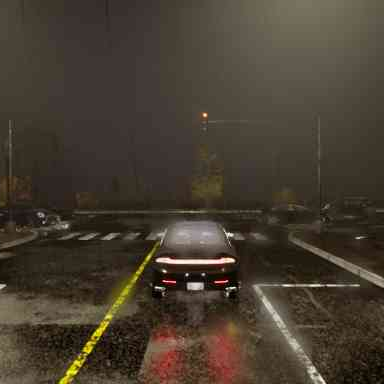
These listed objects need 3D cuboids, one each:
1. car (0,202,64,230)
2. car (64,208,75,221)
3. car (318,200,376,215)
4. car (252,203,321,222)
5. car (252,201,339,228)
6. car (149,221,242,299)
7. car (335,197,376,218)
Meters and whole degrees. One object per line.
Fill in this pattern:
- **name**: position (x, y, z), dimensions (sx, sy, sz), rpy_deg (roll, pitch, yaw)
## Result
- **car**: position (-11.288, 1.463, 21.850), dimensions (4.553, 1.767, 2.097), rpy_deg (-1, 1, 5)
- **car**: position (-11.552, 1.545, 25.369), dimensions (5.008, 1.535, 1.882), rpy_deg (-1, 1, 1)
- **car**: position (14.752, 1.429, 31.820), dimensions (4.718, 1.301, 1.895), rpy_deg (0, 1, -2)
- **car**: position (7.081, 1.556, 25.199), dimensions (4.718, 1.301, 1.895), rpy_deg (0, 1, 1)
- **car**: position (6.592, 1.488, 21.950), dimensions (4.902, 1.511, 2.128), rpy_deg (0, 1, 1)
- **car**: position (0.084, 1.489, 8.436), dimensions (2.128, 1.511, 4.902), rpy_deg (0, 0, 1)
- **car**: position (13.147, 1.232, 28.539), dimensions (4.553, 1.767, 2.097), rpy_deg (0, 1, -1)
